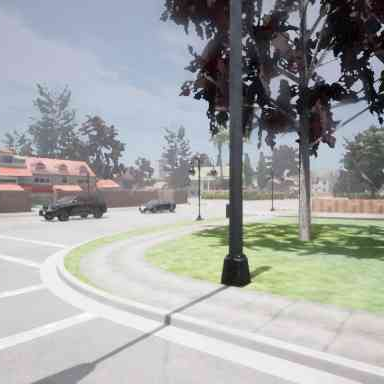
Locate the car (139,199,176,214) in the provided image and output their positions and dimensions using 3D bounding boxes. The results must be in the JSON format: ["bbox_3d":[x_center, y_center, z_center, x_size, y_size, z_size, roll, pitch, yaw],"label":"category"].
[{"bbox_3d":[-3.661,1.492,35.905,2.128,1.511,4.902,0,0,34],"label":"car"}]

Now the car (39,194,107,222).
[{"bbox_3d":[-9.536,1.222,27.239,2.150,2.045,5.566,0,0,35],"label":"car"}]
